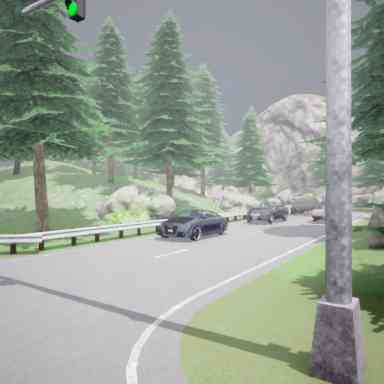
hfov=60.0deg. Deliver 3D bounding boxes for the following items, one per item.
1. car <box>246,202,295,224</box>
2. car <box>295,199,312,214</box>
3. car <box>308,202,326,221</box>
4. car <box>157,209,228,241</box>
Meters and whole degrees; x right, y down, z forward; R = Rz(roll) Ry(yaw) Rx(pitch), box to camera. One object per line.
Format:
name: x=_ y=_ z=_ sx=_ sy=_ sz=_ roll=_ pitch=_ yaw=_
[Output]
car: x=5.744 y=1.509 z=25.038 sx=2.128 sy=1.511 sz=4.902 roll=0 pitch=0 yaw=34
car: x=11.291 y=1.522 z=33.619 sx=1.837 sy=1.490 sz=4.892 roll=0 pitch=0 yaw=27
car: x=11.001 y=1.642 z=26.344 sx=1.895 sy=1.301 sz=4.718 roll=0 pitch=0 yaw=34
car: x=0.133 y=1.581 z=16.827 sx=1.994 sy=1.385 sz=4.181 roll=0 pitch=0 yaw=34
